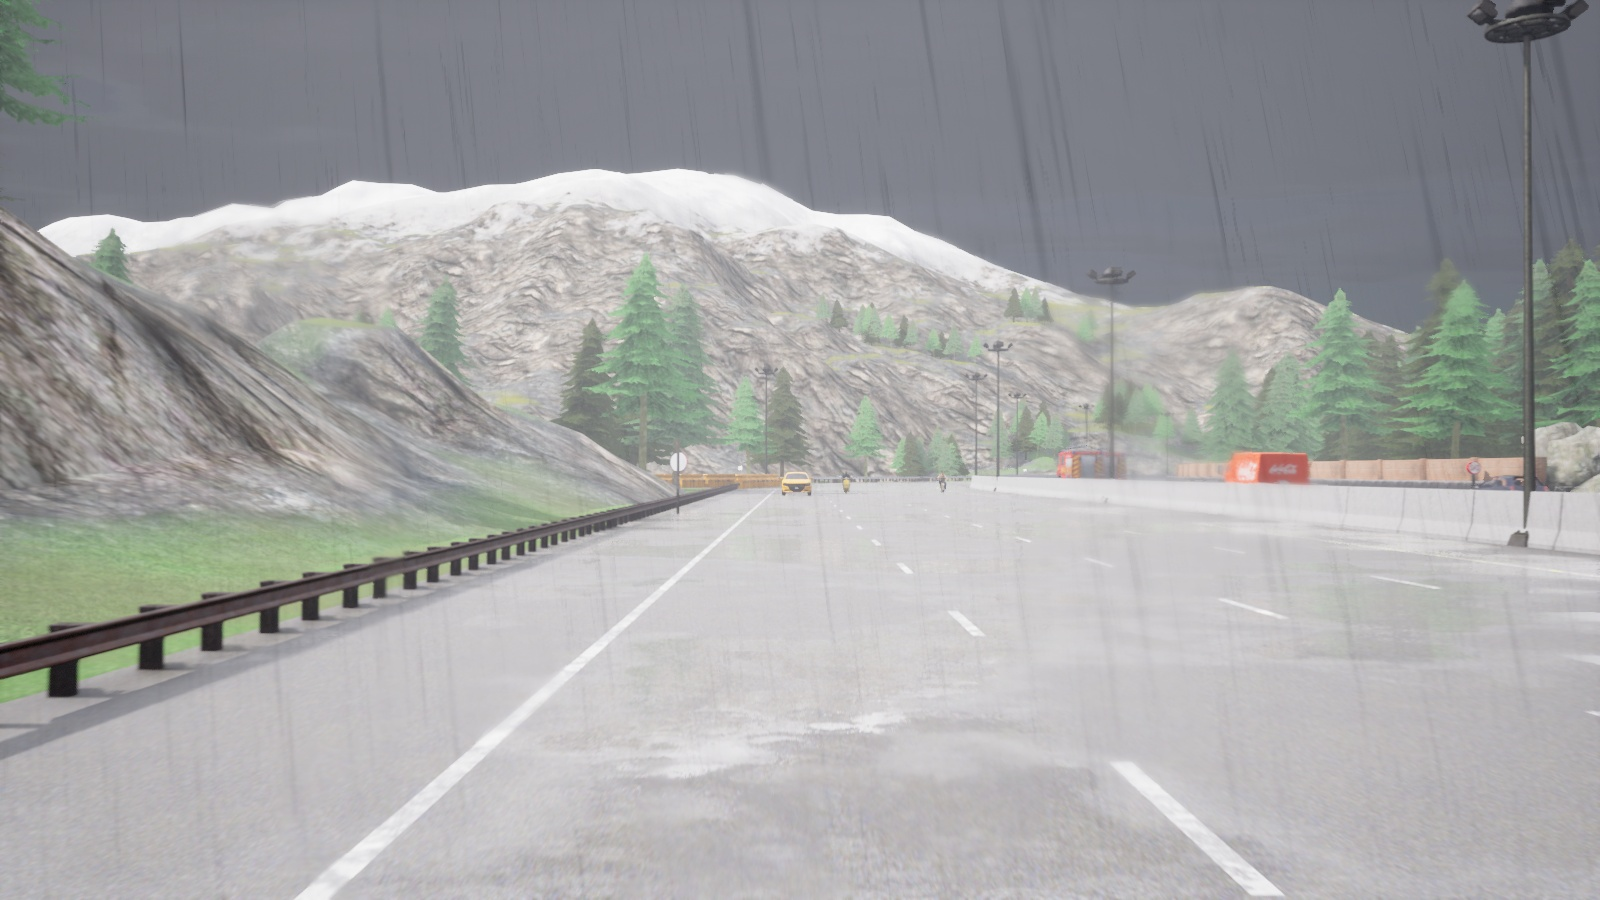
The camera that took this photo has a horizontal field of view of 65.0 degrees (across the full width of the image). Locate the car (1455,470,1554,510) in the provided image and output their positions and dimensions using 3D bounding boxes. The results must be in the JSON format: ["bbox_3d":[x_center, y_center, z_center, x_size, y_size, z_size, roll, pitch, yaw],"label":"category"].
[{"bbox_3d":[27.879,1.552,49.819,1.845,1.501,3.633,0,-1,0],"label":"car"}]

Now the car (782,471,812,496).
[{"bbox_3d":[-0.195,2.140,80.461,1.882,1.535,5.008,0,-1,0],"label":"car"}]

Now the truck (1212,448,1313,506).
[{"bbox_3d":[20.860,1.201,56.871,2.627,2.467,5.204,0,-1,0],"label":"truck"}]
